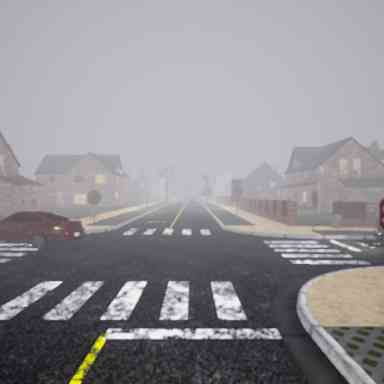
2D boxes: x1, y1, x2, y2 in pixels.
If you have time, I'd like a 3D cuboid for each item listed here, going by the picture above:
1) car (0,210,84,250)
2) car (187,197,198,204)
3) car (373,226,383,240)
[{"bbox_3d":[-6.743,1.486,13.913,4.674,1.442,1.812,0,-1,19],"label":"car"},{"bbox_3d":[0.099,1.708,66.289,2.033,1.411,5.357,0,0,0],"label":"car"},{"bbox_3d":[10.491,1.556,14.388,4.892,1.490,1.837,0,0,0],"label":"car"}]
